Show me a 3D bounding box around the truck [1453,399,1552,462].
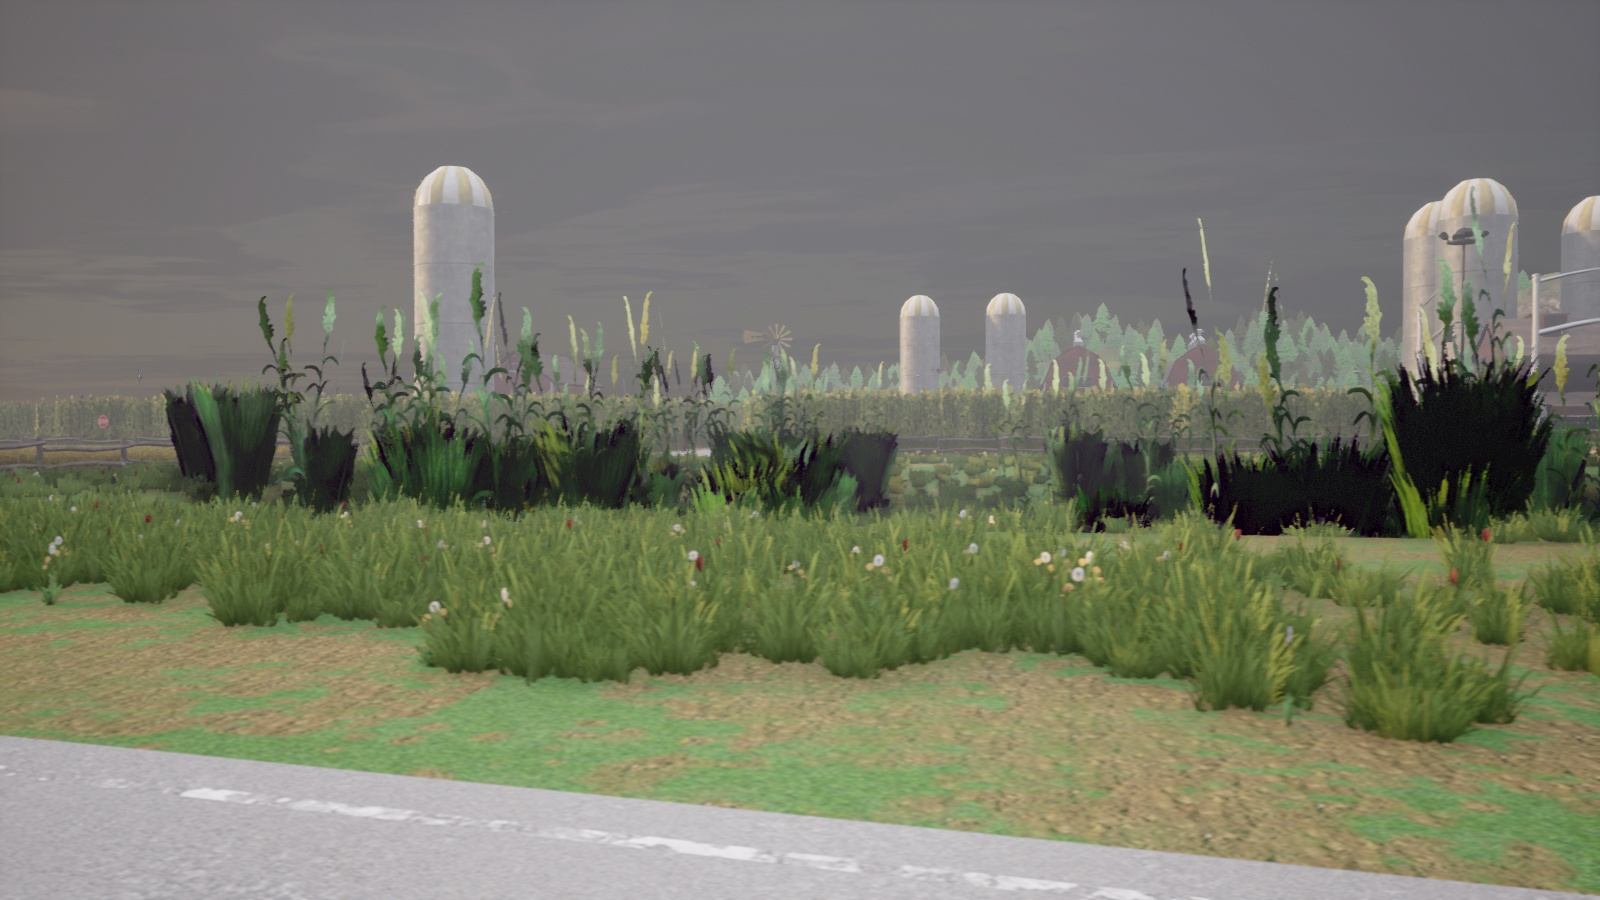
[{"bbox_3d":[40.785,-1.150,73.216,2.891,3.462,7.936,1,1,13],"label":"truck"}]
